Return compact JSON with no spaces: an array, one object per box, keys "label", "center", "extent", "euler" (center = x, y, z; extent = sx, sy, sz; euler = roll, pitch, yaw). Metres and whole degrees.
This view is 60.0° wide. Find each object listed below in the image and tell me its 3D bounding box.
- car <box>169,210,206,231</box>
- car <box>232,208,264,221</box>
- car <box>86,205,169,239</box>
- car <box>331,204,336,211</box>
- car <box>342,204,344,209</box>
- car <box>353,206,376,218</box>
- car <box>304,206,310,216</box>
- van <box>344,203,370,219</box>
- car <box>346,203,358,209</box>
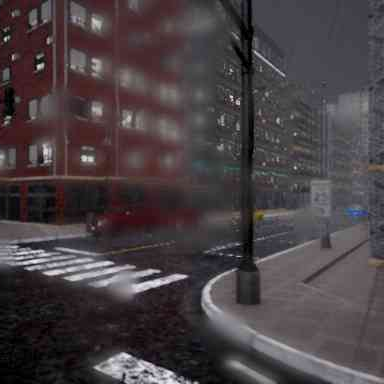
[{"label":"car","center":[-0.698,2.065,25.013],"extent":[1.887,1.381,4.507],"euler":[-2,-2,35]},{"label":"car","center":[5.793,2.248,34.167],"extent":[1.752,1.417,4.829],"euler":[-2,-2,35]},{"label":"car","center":[-3.994,1.732,20.374],"extent":[2.192,1.841,5.009],"euler":[-2,-2,35]},{"label":"car","center":[25.659,2.889,62.180],"extent":[1.887,1.381,4.507],"euler":[-2,-2,35]},{"label":"car","center":[35.544,3.200,76.117],"extent":[1.887,1.381,4.507],"euler":[-2,-2,35]},{"label":"car","center":[22.621,2.541,43.464],"extent":[2.008,1.369,4.403],"euler":[-2,-2,35]},{"label":"car","center":[16.670,2.457,44.879],"extent":[1.882,1.535,5.008],"euler":[0,-2,36]},{"label":"van","center":[19.325,2.228,38.825],"extent":[1.690,1.788,3.998],"euler":[-2,-2,35]},{"label":"car","center":[38.838,3.303,80.763],"extent":[1.887,1.381,4.507],"euler":[-2,-2,35]}]
